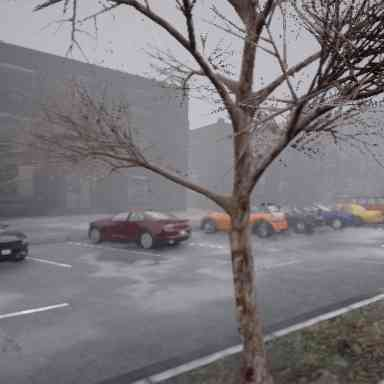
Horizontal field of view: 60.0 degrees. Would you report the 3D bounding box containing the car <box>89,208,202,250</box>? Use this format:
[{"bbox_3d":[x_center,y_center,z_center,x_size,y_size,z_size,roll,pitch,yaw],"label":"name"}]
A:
[{"bbox_3d":[-2.362,1.462,14.299,5.008,1.535,2.097,-1,0,35],"label":"car"}]

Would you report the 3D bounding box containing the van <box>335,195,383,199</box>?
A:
[{"bbox_3d":[12.806,1.225,24.275,4.442,1.987,1.878,-1,-1,37],"label":"van"}]

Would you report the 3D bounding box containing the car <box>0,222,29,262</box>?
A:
[{"bbox_3d":[-7.322,1.465,10.857,5.008,1.535,2.097,-1,-1,34],"label":"car"}]

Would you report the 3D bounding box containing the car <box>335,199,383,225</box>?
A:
[{"bbox_3d":[10.034,1.454,22.802,5.366,1.575,1.946,-1,-1,37],"label":"car"}]

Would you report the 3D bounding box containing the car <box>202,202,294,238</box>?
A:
[{"bbox_3d":[2.650,1.333,17.683,4.553,1.767,2.185,-1,0,36],"label":"car"}]

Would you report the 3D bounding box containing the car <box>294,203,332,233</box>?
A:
[{"bbox_3d":[5.155,1.459,19.369,4.892,1.521,2.231,-1,-1,36],"label":"car"}]

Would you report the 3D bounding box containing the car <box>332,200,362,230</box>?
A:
[{"bbox_3d":[7.661,1.456,21.052,5.008,1.535,2.097,-1,-1,36],"label":"car"}]
